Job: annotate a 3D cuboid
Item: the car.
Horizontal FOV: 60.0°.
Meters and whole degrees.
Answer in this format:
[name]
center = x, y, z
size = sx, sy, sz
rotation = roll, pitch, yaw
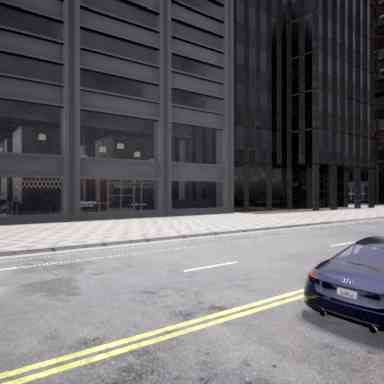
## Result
[car]
center = 4.061, 1.563, 6.410
size = 4.181, 1.385, 1.994
rotation = 0, 0, -36
